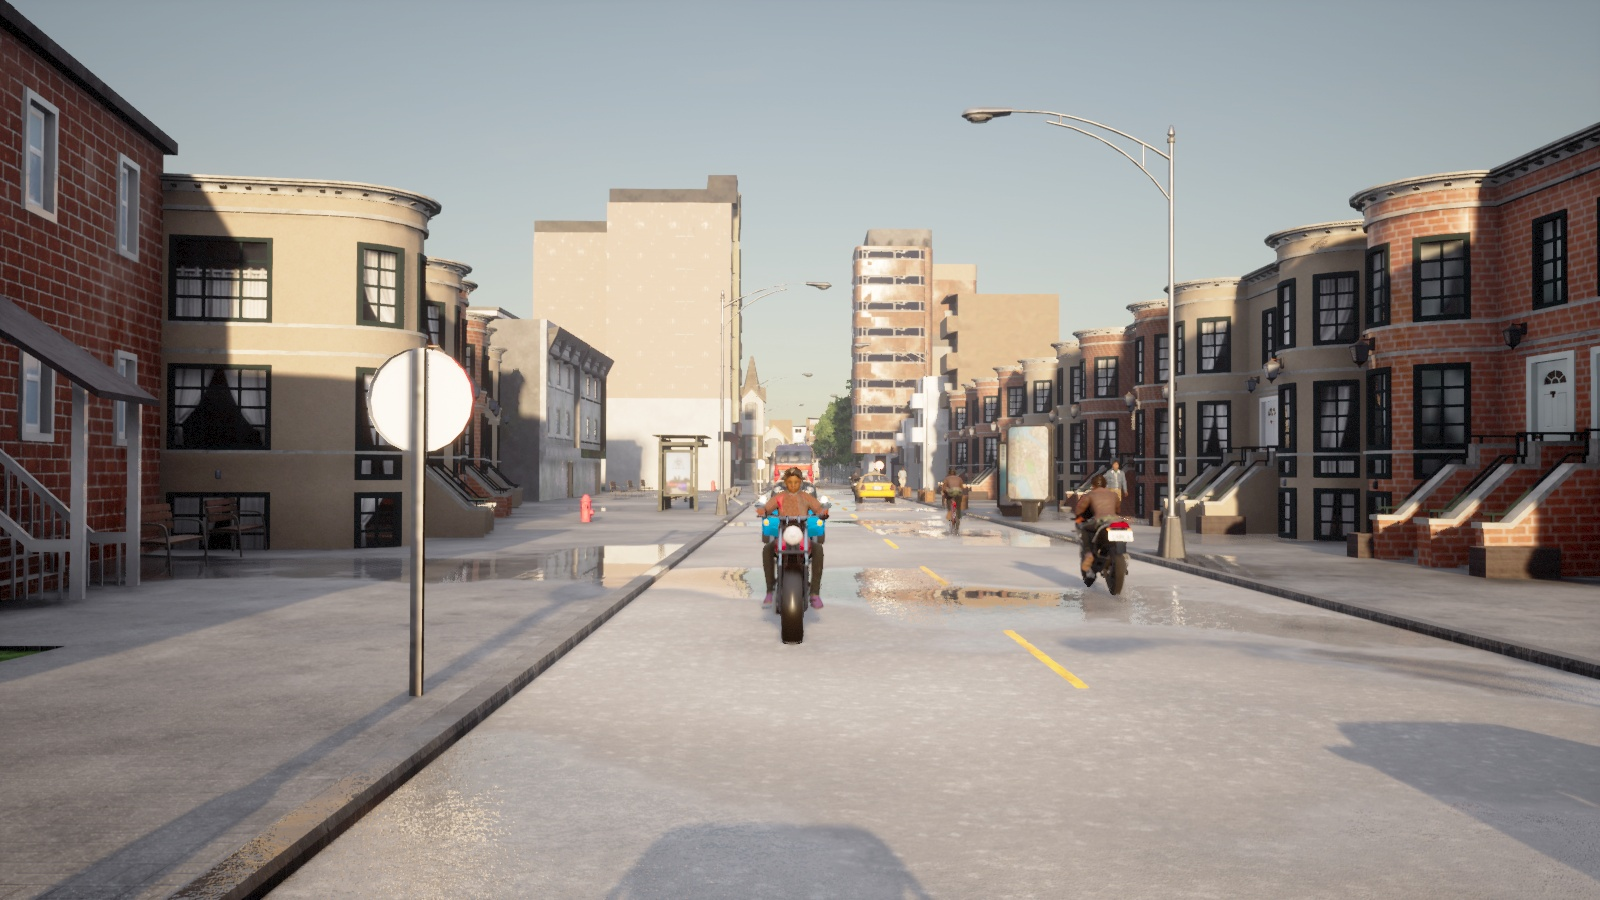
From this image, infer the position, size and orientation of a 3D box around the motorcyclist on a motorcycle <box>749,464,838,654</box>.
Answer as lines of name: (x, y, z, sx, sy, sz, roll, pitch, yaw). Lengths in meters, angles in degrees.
motorcyclist on a motorcycle: (-0.061, 0.968, 12.110, 0.766, 1.649, 2.350, 0, -1, 0)

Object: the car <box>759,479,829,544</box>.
car: (-0.132, 1.335, 27.771, 1.481, 1.376, 2.207, 0, -1, 0)

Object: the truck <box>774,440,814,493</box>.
truck: (-0.481, 1.242, 94.915, 2.891, 3.827, 8.468, 0, -1, 0)

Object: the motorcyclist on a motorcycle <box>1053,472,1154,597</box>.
motorcyclist on a motorcycle: (3.920, 1.056, 16.383, 0.797, 1.523, 2.044, 0, -1, 0)

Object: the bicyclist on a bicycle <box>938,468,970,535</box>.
bicyclist on a bicycle: (3.845, 1.280, 31.492, 0.582, 1.620, 1.656, 0, -1, 0)

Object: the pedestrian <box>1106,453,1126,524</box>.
pedestrian: (8.804, 1.076, 35.043, 0.423, 1.949, 0.788, 0, -1, 7)

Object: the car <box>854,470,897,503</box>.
car: (3.711, 1.787, 62.554, 1.801, 1.575, 5.366, 0, -1, 0)
